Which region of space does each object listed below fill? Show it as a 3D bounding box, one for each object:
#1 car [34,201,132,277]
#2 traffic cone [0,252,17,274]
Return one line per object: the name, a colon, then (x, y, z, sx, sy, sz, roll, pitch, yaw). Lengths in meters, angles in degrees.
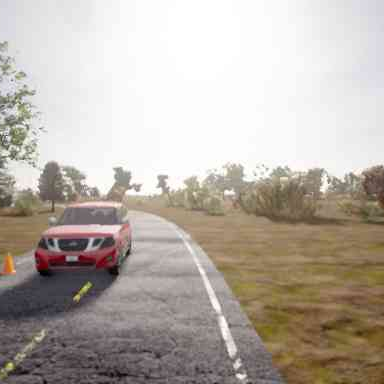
car: (-3.264, 1.360, 11.140, 2.150, 2.045, 5.566, 0, -1, -5)
traffic cone: (-5.412, 2.081, 9.836, 0.340, 0.580, 0.340, 0, -1, -4)
